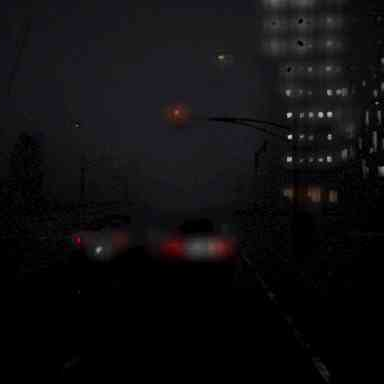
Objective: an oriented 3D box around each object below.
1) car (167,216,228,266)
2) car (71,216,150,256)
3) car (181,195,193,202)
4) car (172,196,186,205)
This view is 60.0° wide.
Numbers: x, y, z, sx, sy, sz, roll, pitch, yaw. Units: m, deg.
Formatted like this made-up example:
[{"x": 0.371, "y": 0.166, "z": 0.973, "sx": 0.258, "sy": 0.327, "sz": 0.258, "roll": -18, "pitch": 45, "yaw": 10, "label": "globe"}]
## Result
[{"x": 0.262, "y": 1.550, "z": 11.503, "sx": 2.033, "sy": 1.411, "sz": 5.357, "roll": 0, "pitch": 0, "yaw": 3, "label": "car"}, {"x": -2.908, "y": 1.603, "z": 13.065, "sx": 1.895, "sy": 1.301, "sz": 4.718, "roll": 0, "pitch": 0, "yaw": 3, "label": "car"}, {"x": -1.112, "y": 1.537, "z": 76.287, "sx": 2.128, "sy": 1.511, "sz": 4.902, "roll": 0, "pitch": 0, "yaw": 5, "label": "car"}, {"x": -2.514, "y": 1.491, "z": 60.720, "sx": 1.882, "sy": 1.535, "sz": 5.008, "roll": 0, "pitch": 0, "yaw": 6, "label": "car"}]
